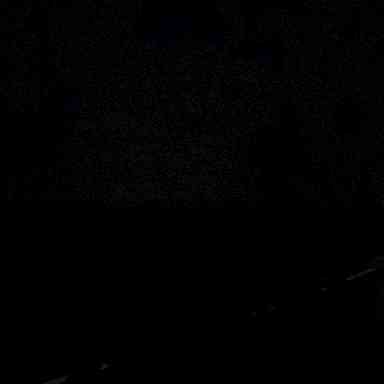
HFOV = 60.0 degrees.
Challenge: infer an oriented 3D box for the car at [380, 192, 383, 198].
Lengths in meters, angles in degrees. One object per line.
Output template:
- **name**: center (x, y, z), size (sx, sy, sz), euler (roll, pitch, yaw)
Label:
- **car**: center (41.617, 0.812, 71.084), size (2.150, 2.045, 5.566), euler (1, 0, 24)
